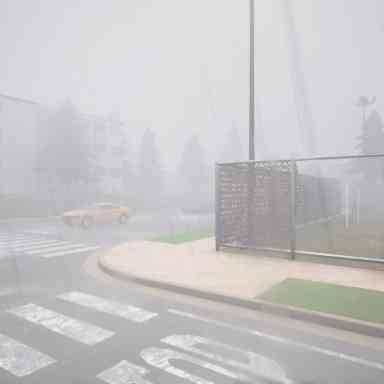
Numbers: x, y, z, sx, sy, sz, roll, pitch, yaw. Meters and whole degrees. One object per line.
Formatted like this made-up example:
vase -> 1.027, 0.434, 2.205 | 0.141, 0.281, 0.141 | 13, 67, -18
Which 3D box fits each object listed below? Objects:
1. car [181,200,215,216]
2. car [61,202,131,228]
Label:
car -> 1.168, 1.530, 33.012 | 2.033, 1.411, 5.357 | 0, 0, 35
car -> -6.308, 1.461, 22.414 | 1.882, 1.535, 5.008 | 0, 0, 35
